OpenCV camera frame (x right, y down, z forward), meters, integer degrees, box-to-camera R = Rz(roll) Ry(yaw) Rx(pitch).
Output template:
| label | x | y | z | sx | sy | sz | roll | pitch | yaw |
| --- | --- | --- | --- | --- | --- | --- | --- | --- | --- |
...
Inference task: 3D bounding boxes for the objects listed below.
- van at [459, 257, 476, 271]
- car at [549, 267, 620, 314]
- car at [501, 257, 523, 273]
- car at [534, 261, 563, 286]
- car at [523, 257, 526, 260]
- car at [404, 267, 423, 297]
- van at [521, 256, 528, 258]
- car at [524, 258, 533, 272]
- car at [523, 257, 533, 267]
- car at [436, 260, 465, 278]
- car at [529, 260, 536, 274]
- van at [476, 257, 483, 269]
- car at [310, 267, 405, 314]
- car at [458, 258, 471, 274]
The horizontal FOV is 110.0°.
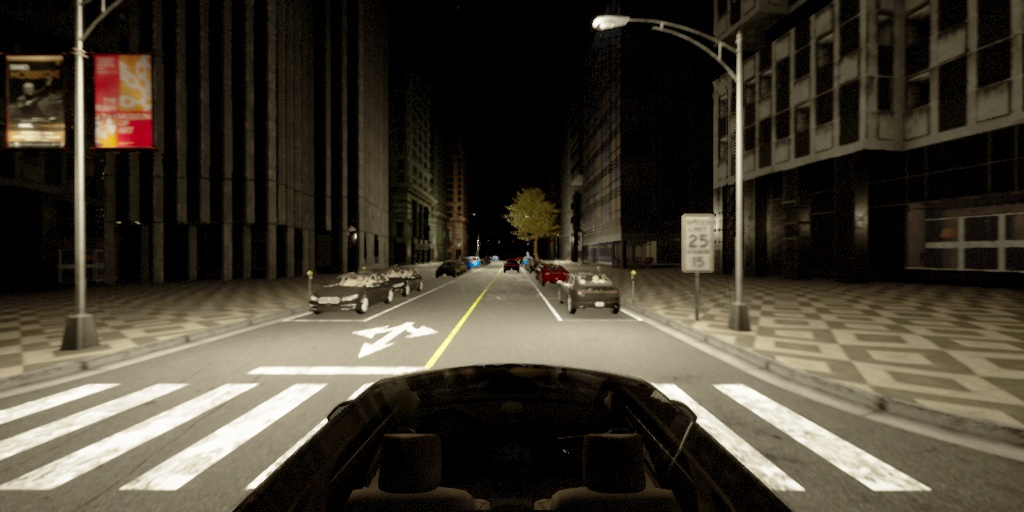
| label | x | y | z | sx | sy | sz | roll | pitch | yaw |
| --- | --- | --- | --- | --- | --- | --- | --- | --- | --- |
| van | -5.802 | 1.015 | 43.843 | 1.690 | 1.789 | 3.998 | 0 | 0 | 0 |
| car | 2.752 | 1.275 | 13.458 | 2.007 | 1.370 | 4.403 | 0 | 0 | 0 |
| car | -0.037 | 1.180 | 41.484 | 1.837 | 1.490 | 4.892 | 0 | 0 | 0 |
| car | 2.742 | 1.248 | 24.347 | 1.888 | 1.381 | 4.507 | 0 | 0 | 0 |
| car | 2.717 | 1.225 | 50.242 | 1.948 | 1.339 | 4.313 | 0 | 0 | 0 |
| car | -5.778 | 1.271 | 18.445 | 2.007 | 1.370 | 4.403 | 0 | 0 | 0 |
| van | 2.707 | 0.984 | 60.819 | 1.690 | 1.789 | 3.998 | 0 | 0 | 0 |
| car | 2.727 | 1.226 | 39.663 | 2.007 | 1.370 | 4.403 | 0 | 0 | 0 |
| car | 2.722 | 1.193 | 45.122 | 1.751 | 1.417 | 4.829 | 0 | 0 | 0 |
| car | -5.792 | 1.259 | 33.017 | 1.948 | 1.339 | 4.313 | 0 | 0 | 0 |
| car | 2.737 | 1.244 | 29.791 | 2.007 | 1.370 | 4.403 | 0 | 0 | 0 |
| van | -5.812 | 0.998 | 54.670 | 1.690 | 1.789 | 3.998 | 0 | 0 | 0 |
| car | -5.773 | 1.281 | 13.453 | 2.007 | 1.370 | 4.403 | 0 | 0 | 0 |
| car | -5.797 | 1.209 | 38.260 | 1.751 | 1.417 | 4.829 | 0 | 0 | 0 |
